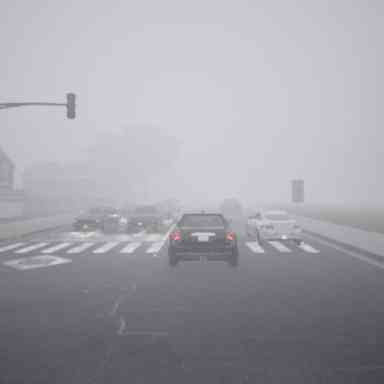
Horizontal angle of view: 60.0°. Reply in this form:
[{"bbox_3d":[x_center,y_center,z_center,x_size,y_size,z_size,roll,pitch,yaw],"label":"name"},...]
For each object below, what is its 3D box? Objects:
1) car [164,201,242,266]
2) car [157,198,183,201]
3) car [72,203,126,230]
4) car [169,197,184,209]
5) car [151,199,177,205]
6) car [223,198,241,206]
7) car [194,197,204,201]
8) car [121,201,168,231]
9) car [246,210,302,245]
[{"bbox_3d":[0.376,1.387,11.837,2.097,1.767,4.553,0,0,1],"label":"car"},{"bbox_3d":[-2.473,1.471,39.473,2.097,1.767,4.553,0,0,2],"label":"car"},{"bbox_3d":[-6.106,1.642,22.116,2.033,1.411,5.357,0,0,3],"label":"car"},{"bbox_3d":[-2.263,1.620,49.335,1.882,1.535,5.008,0,0,2],"label":"car"},{"bbox_3d":[-2.697,1.624,30.485,1.812,1.442,4.674,0,0,2],"label":"car"},{"bbox_3d":[4.121,1.430,36.315,2.097,1.767,4.553,0,0,1],"label":"car"},{"bbox_3d":[1.292,1.647,62.272,2.128,1.511,4.902,0,0,1],"label":"car"},{"bbox_3d":[-2.883,1.581,21.233,1.837,1.490,4.892,0,0,1],"label":"car"},{"bbox_3d":[3.690,1.554,15.465,1.812,1.442,4.674,0,0,1],"label":"car"}]
